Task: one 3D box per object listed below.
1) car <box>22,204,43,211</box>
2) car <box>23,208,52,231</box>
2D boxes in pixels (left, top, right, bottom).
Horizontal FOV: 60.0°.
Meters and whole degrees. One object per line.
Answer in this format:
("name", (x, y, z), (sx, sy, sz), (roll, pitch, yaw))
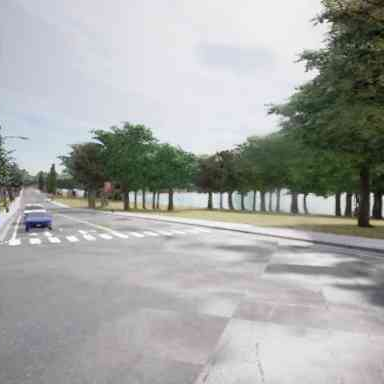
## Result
("car", (-17.389, 2.374, 36.682), (2.150, 2.045, 5.566), (0, -2, -27))
("car", (-12.857, 2.350, 27.763), (1.882, 1.535, 5.008), (0, -1, -27))
